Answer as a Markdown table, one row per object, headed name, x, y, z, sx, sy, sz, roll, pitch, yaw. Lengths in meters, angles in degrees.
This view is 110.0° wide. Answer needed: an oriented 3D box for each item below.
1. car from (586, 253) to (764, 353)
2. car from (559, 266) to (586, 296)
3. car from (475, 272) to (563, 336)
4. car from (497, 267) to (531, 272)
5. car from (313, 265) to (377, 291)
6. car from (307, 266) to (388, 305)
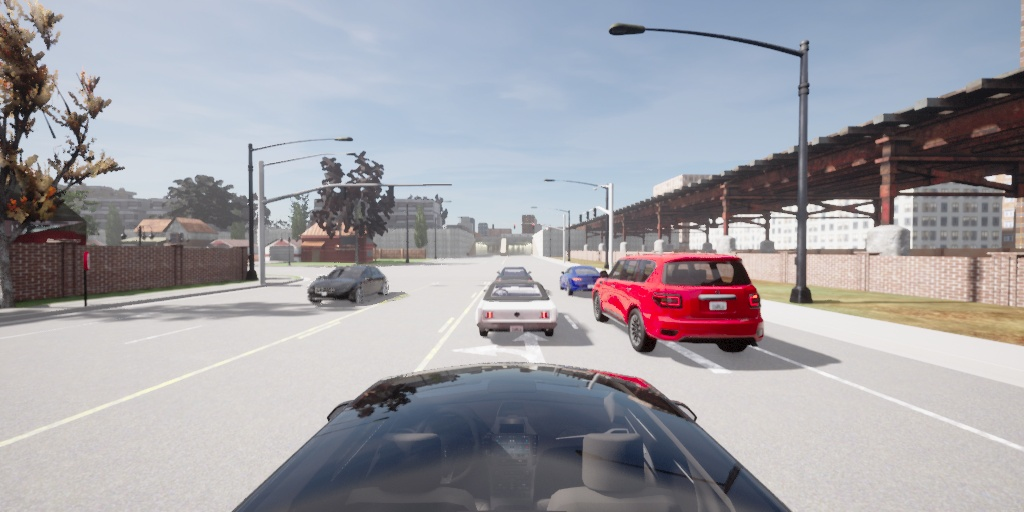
| name | x | y | z | sx | sy | sz | roll | pitch | yaw |
| --- | --- | --- | --- | --- | --- | --- | --- | --- | --- |
| car | 3.607 | 0.958 | 8.982 | 2.150 | 2.045 | 5.566 | 0 | 0 | 0 |
| car | 3.615 | 1.213 | 18.683 | 1.812 | 1.442 | 4.674 | 0 | 0 | 0 |
| car | 0.107 | 1.331 | 10.234 | 1.895 | 1.301 | 4.718 | 0 | 0 | 0 |
| car | 0.113 | 1.247 | 18.986 | 1.994 | 1.385 | 4.181 | 0 | 0 | 0 |
| car | -10.485 | 1.324 | 22.991 | 1.895 | 1.301 | 4.718 | 0 | 0 | 0 |
| car | -7.052 | 1.205 | 15.923 | 1.837 | 1.490 | 4.892 | 0 | 0 | 0 |
